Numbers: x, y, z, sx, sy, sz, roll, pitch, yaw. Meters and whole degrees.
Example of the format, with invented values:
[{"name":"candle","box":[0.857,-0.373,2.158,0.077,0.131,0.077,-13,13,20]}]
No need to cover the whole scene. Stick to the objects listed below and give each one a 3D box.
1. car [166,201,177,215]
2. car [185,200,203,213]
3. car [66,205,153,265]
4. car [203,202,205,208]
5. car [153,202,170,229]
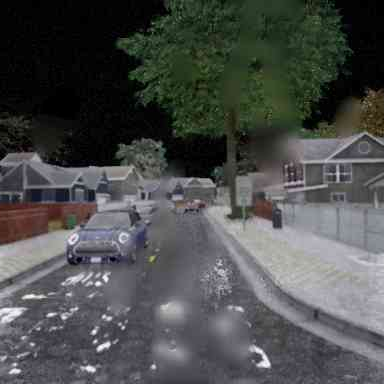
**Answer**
[{"name":"car","box":[-2.805,1.873,38.825,1.837,1.490,4.892,-1,-1,1]},{"name":"car","box":[-0.011,1.907,43.063,2.033,1.411,5.357,-1,-1,1]},{"name":"car","box":[-2.870,1.450,12.156,2.097,1.767,4.553,-1,-1,0]},{"name":"car","box":[0.892,1.956,53.659,1.882,1.535,5.008,-1,-1,13]},{"name":"car","box":[-2.865,1.716,23.656,1.837,1.490,4.892,-1,-1,0]}]
